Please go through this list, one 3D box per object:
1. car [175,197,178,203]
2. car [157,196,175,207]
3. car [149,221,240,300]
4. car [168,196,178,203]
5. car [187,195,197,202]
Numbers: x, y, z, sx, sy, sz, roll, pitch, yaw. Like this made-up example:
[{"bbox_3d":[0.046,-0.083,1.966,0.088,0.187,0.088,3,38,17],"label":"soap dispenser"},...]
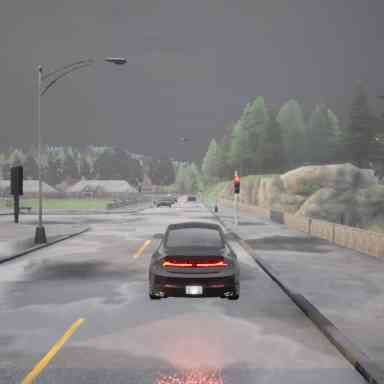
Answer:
[{"bbox_3d":[-4.100,1.505,59.755,1.837,1.490,4.892,0,0,0],"label":"car"},{"bbox_3d":[-4.114,1.564,49.740,1.994,1.385,4.181,0,0,0],"label":"car"},{"bbox_3d":[0.058,1.505,8.375,1.837,1.490,4.892,0,0,0],"label":"car"},{"bbox_3d":[-4.026,1.595,69.937,1.895,1.301,4.718,0,0,0],"label":"car"},{"bbox_3d":[-0.027,1.324,70.993,1.882,1.535,5.008,0,0,0],"label":"car"}]
